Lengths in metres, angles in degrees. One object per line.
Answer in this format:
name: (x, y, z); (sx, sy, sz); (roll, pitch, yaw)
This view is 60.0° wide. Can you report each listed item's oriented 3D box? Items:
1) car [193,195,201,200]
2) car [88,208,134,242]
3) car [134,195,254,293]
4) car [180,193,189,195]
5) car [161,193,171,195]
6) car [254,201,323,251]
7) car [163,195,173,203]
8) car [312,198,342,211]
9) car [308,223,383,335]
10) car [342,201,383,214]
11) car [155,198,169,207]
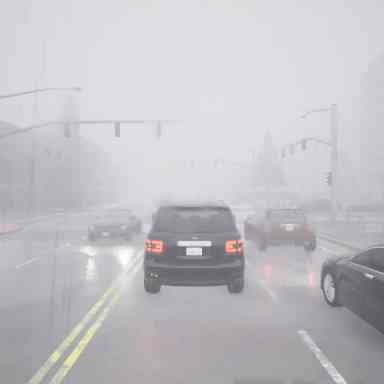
car: (1.445, 1.552, 90.370); (1.994, 1.385, 4.181); (0, 0, -1)
car: (-3.630, 1.526, 16.410); (1.812, 1.442, 4.674); (0, 0, 1)
car: (0.052, 1.221, 8.989); (2.150, 2.045, 5.566); (0, 0, 0)
car: (-1.810, 1.496, 80.223); (1.837, 1.490, 4.892); (0, 0, -1)
car: (-4.920, 1.221, 62.169); (2.150, 2.045, 5.566); (0, 0, 0)
car: (3.532, 1.352, 14.168); (2.097, 1.767, 4.553); (0, 0, 0)
car: (-5.119, 1.477, 72.333); (1.882, 1.535, 5.008); (0, 0, -1)
car: (14.428, 1.505, 37.571); (4.892, 1.490, 1.837); (0, 0, -2)
car: (3.606, 1.505, 5.087); (1.837, 1.490, 4.892); (0, 0, 0)
car: (18.479, 1.601, 34.180); (4.718, 1.301, 1.895); (0, 0, -2)
car: (-4.714, 1.601, 52.155); (1.895, 1.301, 4.718); (0, 0, -1)
